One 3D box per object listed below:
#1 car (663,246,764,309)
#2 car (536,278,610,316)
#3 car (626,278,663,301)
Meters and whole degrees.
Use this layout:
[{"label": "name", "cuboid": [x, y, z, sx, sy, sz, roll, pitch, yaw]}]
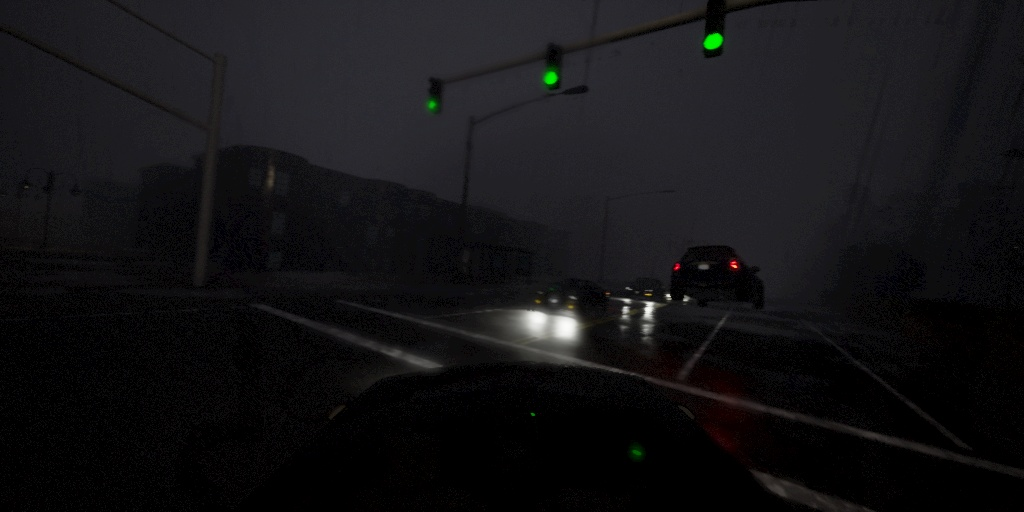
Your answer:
[{"label": "car", "cuboid": [7.135, 0.718, 12.331, 2.097, 1.767, 4.553, -4, -12, 41]}, {"label": "car", "cuboid": [2.770, 1.688, 15.692, 1.994, 1.385, 4.181, 5, -1, 34]}, {"label": "car", "cuboid": [9.800, 2.347, 26.164, 1.837, 1.490, 4.892, 5, -1, 34]}]
